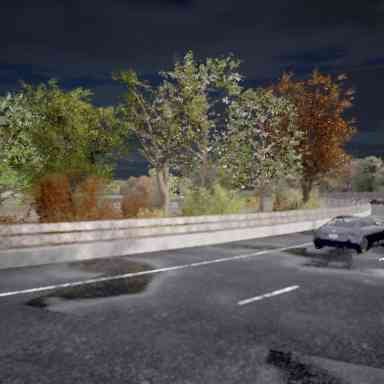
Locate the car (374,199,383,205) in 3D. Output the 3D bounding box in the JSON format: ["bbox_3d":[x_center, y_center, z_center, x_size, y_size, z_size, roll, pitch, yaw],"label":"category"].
[{"bbox_3d":[42.899,2.312,76.856,1.837,1.490,4.892,0,0,5],"label":"car"}]

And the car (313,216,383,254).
[{"bbox_3d":[7.001,1.715,14.402,4.181,1.385,1.994,1,0,-43],"label":"car"}]

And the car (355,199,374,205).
[{"bbox_3d":[39.431,2.332,77.330,2.033,1.411,5.357,0,0,5],"label":"car"}]
